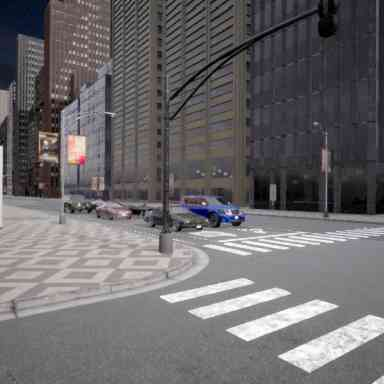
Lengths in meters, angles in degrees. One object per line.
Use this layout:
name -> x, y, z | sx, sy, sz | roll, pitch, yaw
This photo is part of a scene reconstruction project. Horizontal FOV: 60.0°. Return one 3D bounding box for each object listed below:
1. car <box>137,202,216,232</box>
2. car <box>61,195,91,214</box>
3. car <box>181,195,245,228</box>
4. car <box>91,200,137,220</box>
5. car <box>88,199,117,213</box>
car -> -1.153, 1.569, 20.803 | 2.033, 1.411, 5.357 | 1, -1, -35
car -> -13.076, 1.324, 37.493 | 2.150, 2.045, 5.566 | 1, -1, -36
car -> 1.175, 1.269, 23.126 | 2.150, 2.045, 5.566 | 1, -1, -36
car -> -6.851, 1.585, 28.769 | 1.812, 1.442, 4.674 | 1, -1, -36
car -> -10.831, 1.655, 39.937 | 1.812, 1.442, 4.674 | 1, -1, -35
